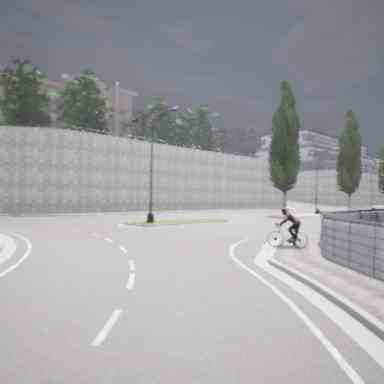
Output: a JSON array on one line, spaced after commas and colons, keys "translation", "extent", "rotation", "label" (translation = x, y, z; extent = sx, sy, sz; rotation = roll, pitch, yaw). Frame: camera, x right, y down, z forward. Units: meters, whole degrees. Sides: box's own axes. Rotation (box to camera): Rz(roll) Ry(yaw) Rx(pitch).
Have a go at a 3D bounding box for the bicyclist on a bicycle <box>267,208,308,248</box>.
[{"translation": [3.972, 1.516, 13.808], "extent": [1.656, 1.620, 0.582], "rotation": [1, -1, 15], "label": "bicyclist on a bicycle"}]
